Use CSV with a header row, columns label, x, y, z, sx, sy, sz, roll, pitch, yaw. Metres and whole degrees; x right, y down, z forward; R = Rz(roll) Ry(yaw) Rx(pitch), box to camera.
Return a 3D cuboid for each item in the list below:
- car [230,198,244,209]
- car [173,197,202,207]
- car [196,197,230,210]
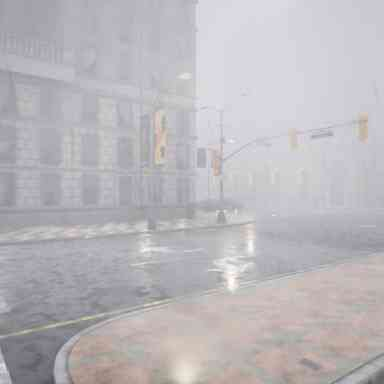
label,x,y,z,sx,sy,sz,roll,pitch,yaw
car,4.886,1.504,44.682,1.837,1.490,4.892,0,0,-36
car,-0.800,1.547,52.627,2.033,1.411,5.357,0,0,-35
car,2.325,1.563,42.249,1.994,1.385,4.181,0,0,-36
